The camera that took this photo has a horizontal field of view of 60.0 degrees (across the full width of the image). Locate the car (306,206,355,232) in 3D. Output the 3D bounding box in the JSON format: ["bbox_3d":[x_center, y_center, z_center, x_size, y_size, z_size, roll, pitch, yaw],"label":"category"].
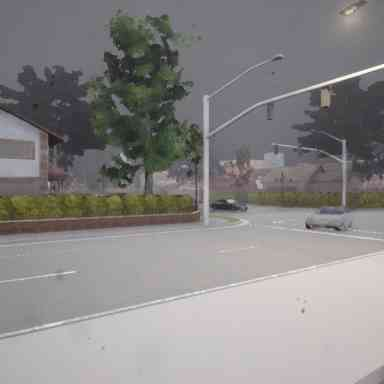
[{"bbox_3d":[8.389,1.553,19.985,1.895,1.301,4.718,0,0,34],"label":"car"}]

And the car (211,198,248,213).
[{"bbox_3d":[3.967,1.436,36.129,1.812,1.442,4.674,0,0,-36],"label":"car"}]
